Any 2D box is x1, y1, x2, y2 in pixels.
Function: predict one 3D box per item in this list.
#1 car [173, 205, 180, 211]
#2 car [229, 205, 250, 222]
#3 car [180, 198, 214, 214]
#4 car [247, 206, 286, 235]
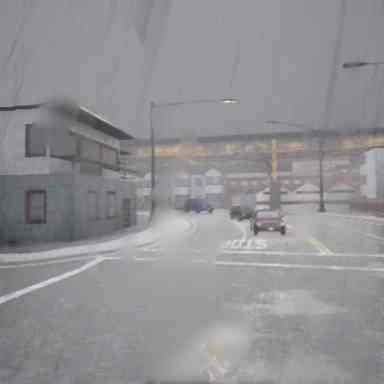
[{"bbox_3d":[-1.016,2.536,55.762,2.033,1.411,5.357,1,-2,-38],"label":"car"},{"bbox_3d":[4.952,1.992,31.947,2.033,1.411,5.357,-1,-1,-7],"label":"car"},{"bbox_3d":[0.897,1.901,45.682,2.150,2.045,5.566,0,-2,-27],"label":"car"},{"bbox_3d":[4.798,1.867,21.380,1.812,1.442,4.674,-1,-1,6],"label":"car"}]
